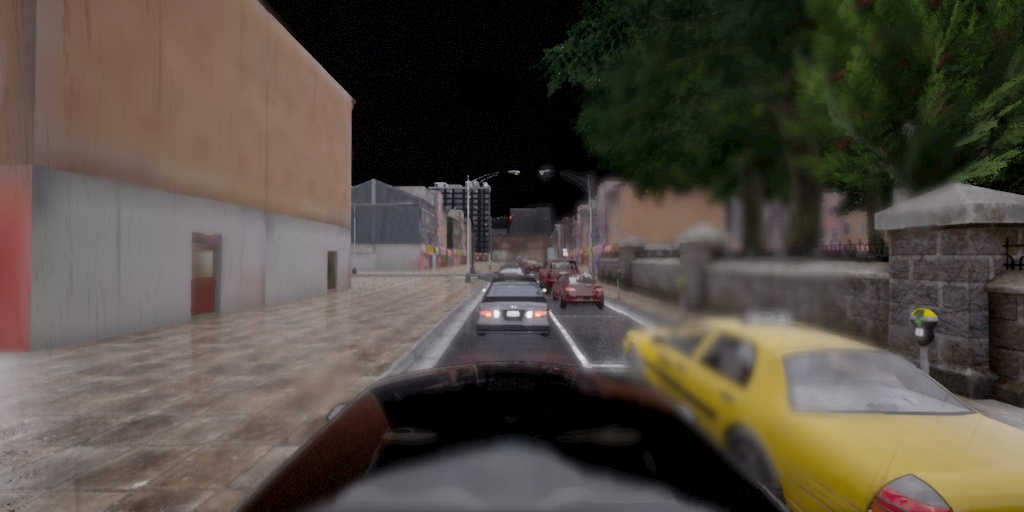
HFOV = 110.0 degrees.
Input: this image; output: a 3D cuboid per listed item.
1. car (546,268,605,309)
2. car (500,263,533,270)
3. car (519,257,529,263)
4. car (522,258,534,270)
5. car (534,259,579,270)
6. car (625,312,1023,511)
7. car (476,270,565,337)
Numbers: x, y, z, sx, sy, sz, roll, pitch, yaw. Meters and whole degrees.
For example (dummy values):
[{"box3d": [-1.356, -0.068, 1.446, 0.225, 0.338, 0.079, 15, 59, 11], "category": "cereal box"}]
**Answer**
[{"box3d": [2.633, 1.333, 14.734, 1.802, 1.307, 4.207, 0, 0, 0], "category": "car"}, {"box3d": [0.015, 1.280, 19.964, 1.812, 1.442, 4.674, 0, 0, 1], "category": "car"}, {"box3d": [2.604, 1.378, 62.924, 1.888, 1.381, 4.507, 0, 0, 0], "category": "car"}, {"box3d": [2.614, 1.338, 46.612, 1.888, 1.381, 4.507, 0, 0, 0], "category": "car"}, {"box3d": [2.630, 1.069, 20.183, 2.192, 1.841, 5.009, 0, 0, 0], "category": "car"}, {"box3d": [2.639, 1.275, 4.006, 1.751, 1.417, 4.829, 0, 0, 0], "category": "car"}, {"box3d": [0.063, 1.297, 10.252, 2.033, 1.411, 5.357, 0, 0, 0], "category": "car"}]
